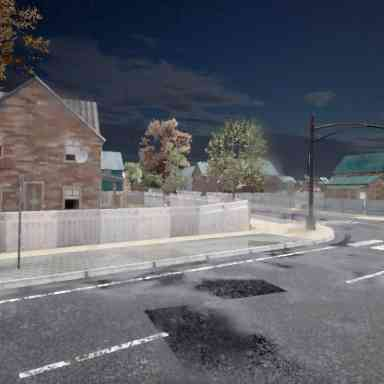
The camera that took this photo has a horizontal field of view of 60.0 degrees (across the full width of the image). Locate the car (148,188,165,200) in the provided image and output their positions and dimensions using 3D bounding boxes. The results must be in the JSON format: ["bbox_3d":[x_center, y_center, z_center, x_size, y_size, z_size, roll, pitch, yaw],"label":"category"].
[{"bbox_3d":[-6.664,0.336,61.598,2.150,2.045,5.566,1,0,-21],"label":"car"}]
